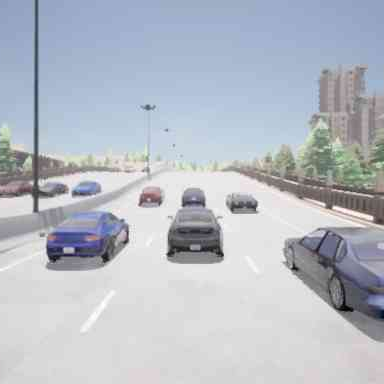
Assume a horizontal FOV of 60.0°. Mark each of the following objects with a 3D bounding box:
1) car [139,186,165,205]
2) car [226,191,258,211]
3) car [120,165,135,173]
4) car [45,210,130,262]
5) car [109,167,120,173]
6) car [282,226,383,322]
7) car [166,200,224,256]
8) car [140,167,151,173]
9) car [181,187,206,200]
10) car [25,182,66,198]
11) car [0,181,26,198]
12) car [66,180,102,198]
[{"bbox_3d":[-3.365,0.215,28.248,1.812,1.442,4.674,0,6,0],"label":"car"},{"bbox_3d":[3.626,0.602,25.018,1.895,1.301,4.718,0,5,0],"label":"car"},{"bbox_3d":[-13.888,-5.125,73.660,2.097,1.767,4.553,0,6,0],"label":"car"},{"bbox_3d":[-3.393,1.361,11.472,1.812,1.442,4.674,0,2,0],"label":"car"},{"bbox_3d":[-17.386,-5.021,75.007,1.994,1.385,4.181,0,6,0],"label":"car"},{"bbox_3d":[3.594,1.501,7.547,2.033,1.411,5.357,0,1,0],"label":"car"},{"bbox_3d":[0.109,1.312,12.370,1.837,1.490,4.892,0,2,0],"label":"car"},{"bbox_3d":[-10.386,-5.014,74.997,1.994,1.385,4.181,0,6,0],"label":"car"},{"bbox_3d":[0.133,0.302,27.793,1.994,1.385,4.181,0,6,0],"label":"car"},{"bbox_3d":[-14.048,-0.311,33.224,2.033,1.411,5.357,0,6,0],"label":"car"},{"bbox_3d":[-17.544,-0.356,33.401,1.812,1.442,4.674,0,6,0],"label":"car"},{"bbox_3d":[-10.544,-0.404,33.445,1.882,1.535,5.008,0,6,0],"label":"car"}]
